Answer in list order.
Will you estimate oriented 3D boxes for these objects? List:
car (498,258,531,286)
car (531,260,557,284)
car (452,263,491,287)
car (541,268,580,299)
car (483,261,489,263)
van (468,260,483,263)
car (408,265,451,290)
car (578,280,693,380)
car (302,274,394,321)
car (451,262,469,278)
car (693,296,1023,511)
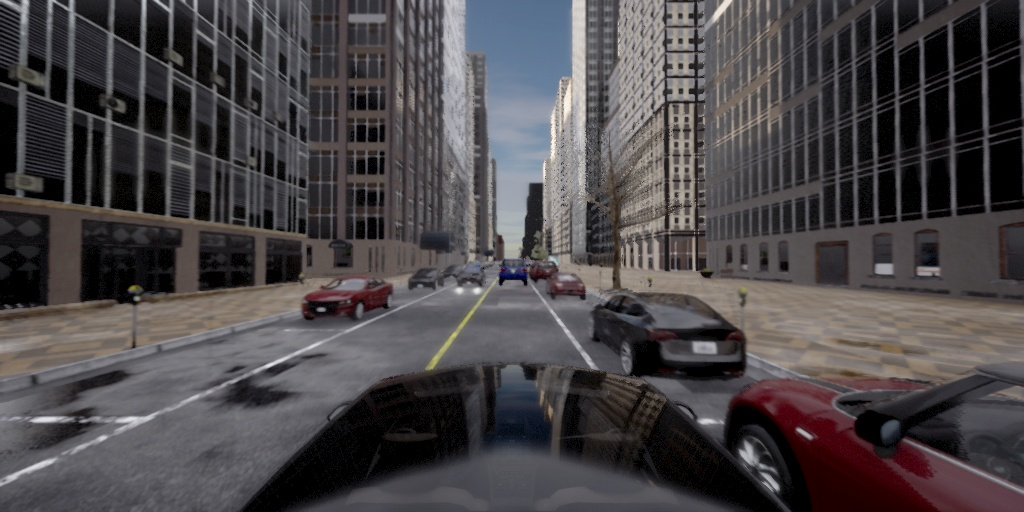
[{"bbox_3d":[0.110,1.190,28.261,2.150,2.045,5.566,0,0,1],"label":"car"},{"bbox_3d":[2.726,1.302,29.968,2.192,1.841,5.009,0,0,0],"label":"car"},{"bbox_3d":[-2.972,1.501,27.422,2.033,1.411,5.357,0,0,0],"label":"car"},{"bbox_3d":[2.709,1.476,18.591,1.802,1.307,4.207,0,0,0],"label":"car"},{"bbox_3d":[-5.606,1.816,64.134,1.948,1.339,4.313,0,0,0],"label":"car"},{"bbox_3d":[-5.622,1.497,52.755,1.690,1.789,3.998,0,0,0],"label":"van"},{"bbox_3d":[-5.664,1.488,24.311,1.948,1.339,4.313,0,0,0],"label":"car"},{"bbox_3d":[2.758,1.367,7.214,1.948,1.339,4.313,0,0,0],"label":"car"},{"bbox_3d":[-5.689,1.374,12.935,1.888,1.381,4.507,0,0,0],"label":"car"},{"bbox_3d":[-5.647,1.581,35.689,1.948,1.339,4.313,0,0,0],"label":"car"},{"bbox_3d":[2.806,1.195,1.526,1.967,1.591,4.097,0,0,0],"label":"car"}]
